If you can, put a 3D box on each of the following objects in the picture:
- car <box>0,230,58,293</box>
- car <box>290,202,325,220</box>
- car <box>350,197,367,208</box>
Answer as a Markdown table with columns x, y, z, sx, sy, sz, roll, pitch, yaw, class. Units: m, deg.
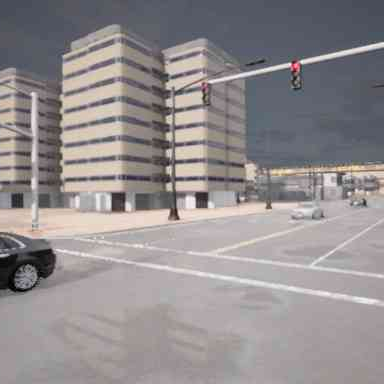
| x | y | z | sx | sy | sz | roll | pitch | yaw | class |
| --- | --- | --- | --- | --- | --- | --- | --- | --- | --- |
| -5.316 | 1.605 | 6.968 | 1.837 | 1.490 | 4.892 | -1 | 0 | 35 | car |
| 9.985 | 1.596 | 28.596 | 1.812 | 1.442 | 4.674 | -1 | 0 | 35 | car |
| 24.871 | 1.510 | 49.641 | 2.128 | 1.511 | 4.902 | -1 | 0 | 35 | car |
